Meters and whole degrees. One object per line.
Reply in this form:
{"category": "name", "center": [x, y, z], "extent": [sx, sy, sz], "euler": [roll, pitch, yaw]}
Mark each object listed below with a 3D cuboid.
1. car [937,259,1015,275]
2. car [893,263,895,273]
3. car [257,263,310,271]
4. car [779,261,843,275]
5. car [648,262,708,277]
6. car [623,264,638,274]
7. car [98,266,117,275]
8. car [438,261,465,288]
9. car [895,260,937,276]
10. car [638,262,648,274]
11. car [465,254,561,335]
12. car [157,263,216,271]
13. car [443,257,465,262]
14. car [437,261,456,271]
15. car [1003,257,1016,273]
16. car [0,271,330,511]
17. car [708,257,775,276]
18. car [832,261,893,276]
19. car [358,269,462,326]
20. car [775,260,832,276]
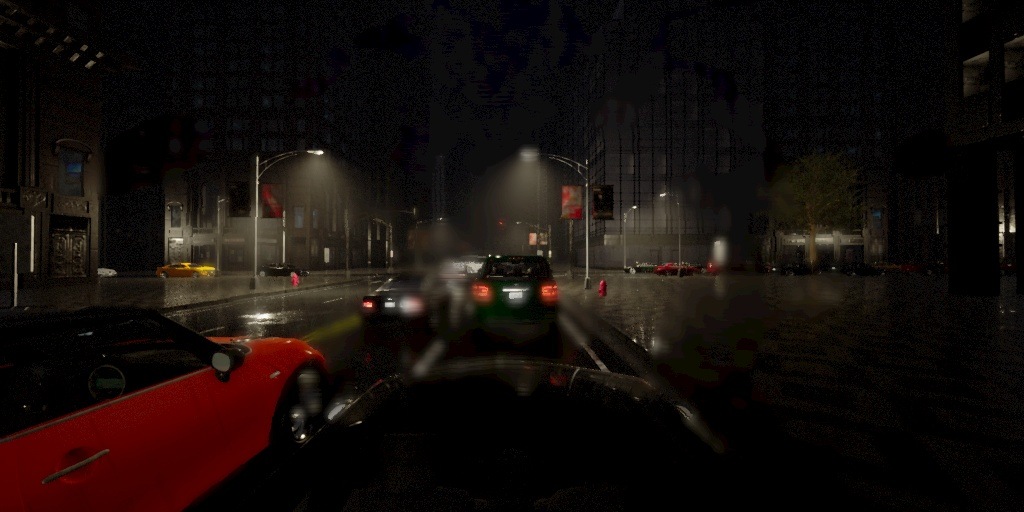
{"category": "car", "center": [43.556, 1.212, 33.735], "extent": [4.507, 1.381, 1.888], "euler": [0, 0, -1]}
{"category": "car", "center": [43.273, 1.293, 42.256], "extent": [4.829, 1.417, 1.751], "euler": [0, 0, -1]}
{"category": "car", "center": [-22.559, 1.430, 35.430], "extent": [4.892, 1.490, 1.837], "euler": [0, -1, 0]}
{"category": "car", "center": [32.708, 1.306, 39.354], "extent": [5.357, 1.411, 2.033], "euler": [0, -1, -1]}
{"category": "car", "center": [15.366, 1.325, 33.342], "extent": [4.207, 1.307, 1.802], "euler": [0, 0, -1]}
{"category": "car", "center": [15.250, 1.410, 41.866], "extent": [4.313, 1.339, 1.948], "euler": [0, 0, -1]}
{"category": "car", "center": [-42.074, 1.540, 35.483], "extent": [4.674, 1.442, 1.812], "euler": [0, -1, 0]}
{"category": "car", "center": [-3.123, 1.279, 21.462], "extent": [2.128, 1.511, 4.902], "euler": [0, 0, 0]}
{"category": "car", "center": [42.567, 1.177, 36.352], "extent": [5.008, 1.535, 1.882], "euler": [0, -1, 0]}
{"category": "car", "center": [16.756, 1.408, 39.135], "extent": [4.718, 1.301, 1.895], "euler": [0, -1, -1]}
{"category": "car", "center": [0.114, 0.978, 10.641], "extent": [2.150, 2.045, 5.566], "euler": [0, 0, 0]}
{"category": "car", "center": [-32.075, 1.446, 35.456], "extent": [5.008, 1.535, 1.882], "euler": [0, -1, 0]}
{"category": "car", "center": [-4.792, 1.093, 38.759], "extent": [5.566, 2.045, 2.150], "euler": [0, -1, -2]}
{"category": "car", "center": [-9.755, 1.481, 53.862], "extent": [1.837, 1.490, 4.892], "euler": [0, 0, 1]}
{"category": "car", "center": [49.195, 0.971, 33.813], "extent": [5.009, 1.841, 2.192], "euler": [0, 0, -1]}
{"category": "car", "center": [-3.146, 1.102, 2.313], "extent": [2.097, 1.767, 4.553], "euler": [0, 0, 0]}
{"category": "car", "center": [21.005, 1.039, 33.421], "extent": [5.009, 1.841, 2.192], "euler": [0, 0, -1]}
{"category": "car", "center": [32.280, 1.258, 33.578], "extent": [4.313, 1.339, 1.948], "euler": [0, 0, -1]}
{"category": "car", "center": [-3.121, 1.306, 11.725], "extent": [2.033, 1.411, 5.357], "euler": [0, 0, 0]}
{"category": "car", "center": [26.642, 1.274, 33.499], "extent": [4.313, 1.339, 1.948], "euler": [0, 0, -1]}
